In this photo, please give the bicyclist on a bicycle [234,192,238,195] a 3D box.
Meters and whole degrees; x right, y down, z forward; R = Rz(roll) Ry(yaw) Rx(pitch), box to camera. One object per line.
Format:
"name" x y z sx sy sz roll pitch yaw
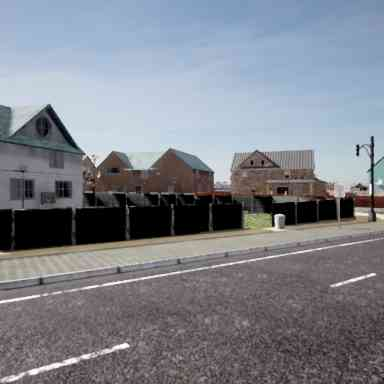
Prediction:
"bicyclist on a bicycle" 5.196 0.792 39.574 0.582 1.620 1.656 1 1 19
